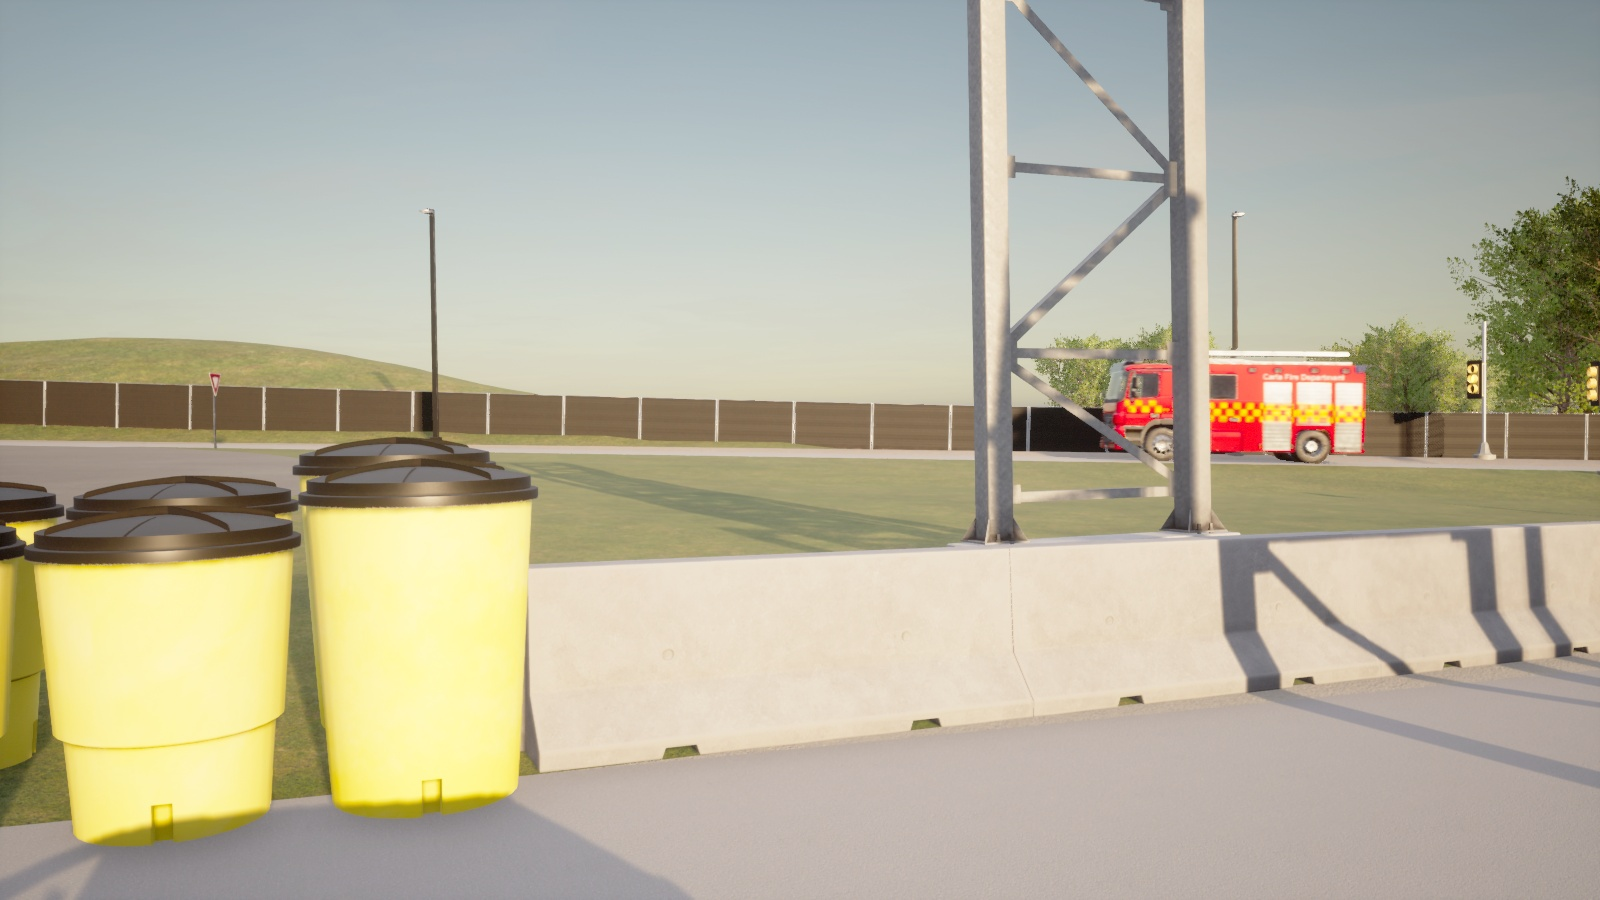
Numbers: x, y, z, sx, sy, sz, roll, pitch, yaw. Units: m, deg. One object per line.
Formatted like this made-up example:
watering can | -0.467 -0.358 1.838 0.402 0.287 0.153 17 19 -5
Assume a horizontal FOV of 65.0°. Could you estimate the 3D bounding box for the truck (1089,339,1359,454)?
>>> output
truck | 14.622 -1.826 43.879 8.468 3.827 2.891 0 2 4
